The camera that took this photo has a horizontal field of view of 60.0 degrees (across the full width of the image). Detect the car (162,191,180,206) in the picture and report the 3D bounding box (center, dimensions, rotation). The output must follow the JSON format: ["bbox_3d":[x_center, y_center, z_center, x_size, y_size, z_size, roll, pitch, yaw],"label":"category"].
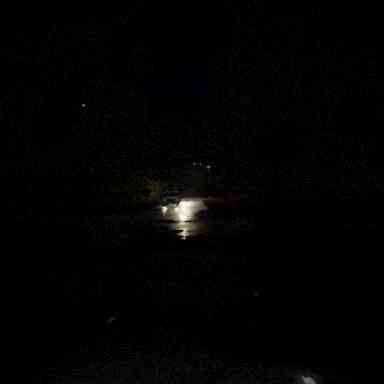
[{"bbox_3d":[-2.765,0.912,44.905,2.150,2.045,5.566,0,2,0],"label":"car"}]
